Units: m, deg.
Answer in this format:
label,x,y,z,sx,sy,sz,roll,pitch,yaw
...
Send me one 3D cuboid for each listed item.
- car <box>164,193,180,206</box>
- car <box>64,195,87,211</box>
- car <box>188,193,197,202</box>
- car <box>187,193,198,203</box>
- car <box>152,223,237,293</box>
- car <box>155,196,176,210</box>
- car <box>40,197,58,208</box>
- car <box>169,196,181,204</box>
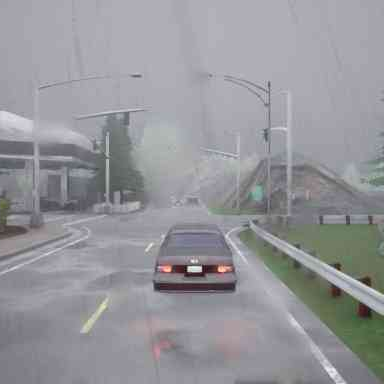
label,x,y,z,sx,sy,sz,roll,pitch,yaw
car,-3.553,1.218,52.869,2.150,2.045,5.566,0,0,0
car,-14.500,1.313,41.591,1.905,1.878,3.866,0,0,-1
car,0.046,1.225,81.130,2.150,2.045,5.566,0,0,-2
car,0.148,1.478,66.967,1.882,1.535,5.008,0,0,0
car,0.075,1.547,8.975,2.033,1.411,5.357,0,0,1
car,-3.567,1.547,42.267,2.033,1.411,5.357,0,0,0
car,-20.204,1.480,45.872,2.242,1.667,4.611,0,0,-1
car,-3.466,1.548,67.772,2.033,1.411,5.357,0,0,0
